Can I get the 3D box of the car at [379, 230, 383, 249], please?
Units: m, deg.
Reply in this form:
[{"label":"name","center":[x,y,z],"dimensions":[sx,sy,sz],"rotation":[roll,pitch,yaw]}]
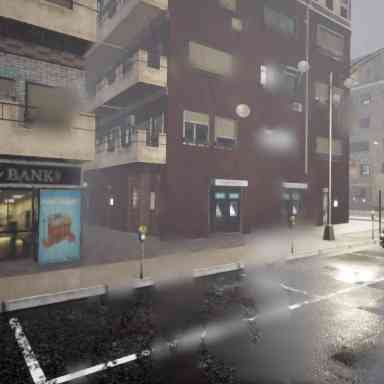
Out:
[{"label":"car","center":[9.086,1.554,13.120],"dimensions":[4.403,1.369,2.008],"rotation":[0,1,-35]}]
